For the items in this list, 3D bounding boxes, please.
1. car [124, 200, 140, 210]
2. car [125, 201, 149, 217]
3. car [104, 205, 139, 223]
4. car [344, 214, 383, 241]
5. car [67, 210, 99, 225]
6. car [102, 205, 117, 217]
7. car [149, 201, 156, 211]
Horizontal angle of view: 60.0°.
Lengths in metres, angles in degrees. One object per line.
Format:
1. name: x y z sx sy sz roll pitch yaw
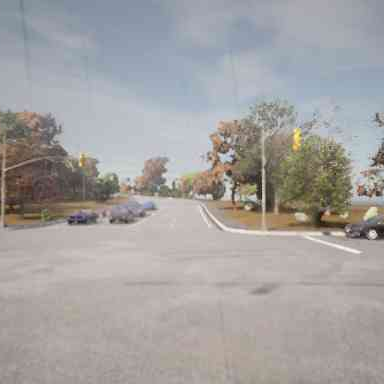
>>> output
1. car: -10.784 2.288 59.946 1.882 1.535 5.008 0 1 0
2. car: -7.293 2.349 43.851 2.097 1.767 4.553 0 0 0
3. car: -7.258 2.464 34.927 2.033 1.411 5.357 0 -1 0
4. car: 11.714 2.065 19.983 4.892 1.490 1.837 -1 -2 -2
5. car: -10.752 2.475 33.014 1.895 1.301 4.718 0 -1 0
6. car: -10.797 2.514 45.350 1.812 1.442 4.674 0 0 0
7. car: -7.289 2.344 57.462 1.882 1.535 5.008 0 1 0
